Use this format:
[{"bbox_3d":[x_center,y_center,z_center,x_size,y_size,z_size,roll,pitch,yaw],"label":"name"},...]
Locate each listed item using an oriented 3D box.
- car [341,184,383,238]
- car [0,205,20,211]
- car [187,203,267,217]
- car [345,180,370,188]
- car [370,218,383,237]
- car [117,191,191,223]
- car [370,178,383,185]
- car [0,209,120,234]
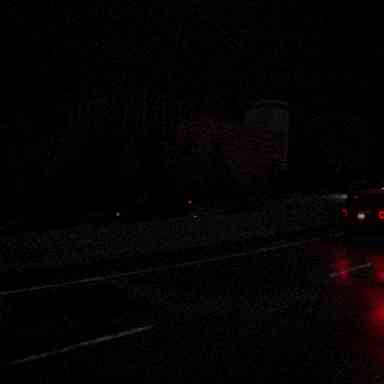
[{"bbox_3d":[8.584,0.832,14.133,5.566,2.045,2.150,-4,3,-35],"label":"car"},{"bbox_3d":[-10.917,1.456,17.618,5.008,1.535,1.882,0,0,-35],"label":"car"},{"bbox_3d":[2.355,1.333,18.430,4.718,1.301,1.895,-3,2,-35],"label":"car"},{"bbox_3d":[20.137,-0.608,39.719,4.892,1.490,1.837,-5,3,-35],"label":"car"},{"bbox_3d":[6.730,1.363,8.525,4.674,1.442,1.812,-3,2,-35],"label":"car"},{"bbox_3d":[-2.624,0.998,23.494,5.566,2.045,2.150,-3,2,-35],"label":"car"},{"bbox_3d":[22.723,-0.937,37.260,5.566,2.045,2.150,-5,3,-35],"label":"car"},{"bbox_3d":[-5.780,1.530,12.666,5.357,1.411,2.033,0,0,-34],"label":"car"}]
